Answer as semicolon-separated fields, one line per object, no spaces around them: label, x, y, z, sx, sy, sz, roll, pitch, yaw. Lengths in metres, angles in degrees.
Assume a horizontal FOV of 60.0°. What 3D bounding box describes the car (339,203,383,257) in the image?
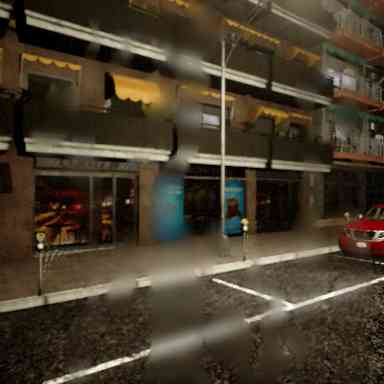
car;7.306;1.319;11.766;5.009;1.841;2.192;0;0;-35
